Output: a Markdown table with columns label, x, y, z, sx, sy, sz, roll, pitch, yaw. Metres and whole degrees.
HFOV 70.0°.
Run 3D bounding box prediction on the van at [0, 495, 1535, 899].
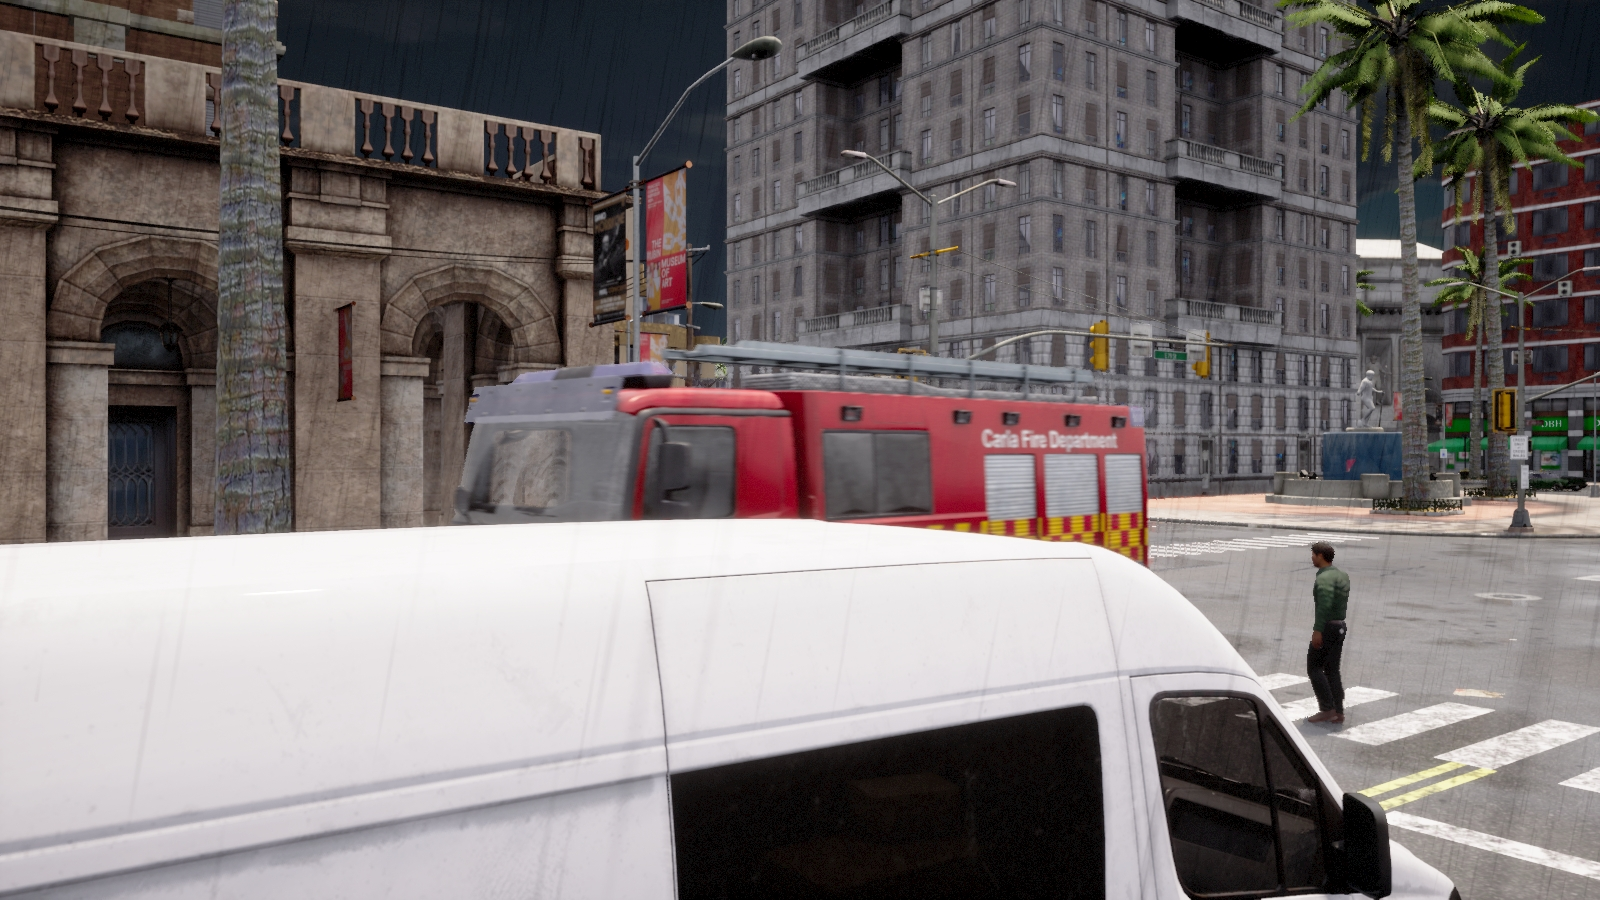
| label | x | y | z | sx | sy | sz | roll | pitch | yaw |
| --- | --- | --- | --- | --- | --- | --- | --- | --- | --- |
| van | 0.022 | 1.533 | 3.808 | 5.915 | 2.561 | 1.988 | 0 | 0 | -35 |

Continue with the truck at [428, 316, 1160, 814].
| label | x | y | z | sx | sy | sz | roll | pitch | yaw |
| --- | --- | --- | --- | --- | --- | --- | --- | --- | --- |
| truck | 0.528 | 0.887 | 12.739 | 8.468 | 3.827 | 2.891 | 0 | 0 | -43 |

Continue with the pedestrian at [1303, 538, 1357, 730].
| label | x | y | z | sx | sy | sz | roll | pitch | yaw |
| --- | --- | --- | --- | --- | --- | --- | --- | --- | --- |
| pedestrian | 5.367 | 1.843 | 11.569 | 0.375 | 1.860 | 0.375 | 0 | 0 | -40 |
